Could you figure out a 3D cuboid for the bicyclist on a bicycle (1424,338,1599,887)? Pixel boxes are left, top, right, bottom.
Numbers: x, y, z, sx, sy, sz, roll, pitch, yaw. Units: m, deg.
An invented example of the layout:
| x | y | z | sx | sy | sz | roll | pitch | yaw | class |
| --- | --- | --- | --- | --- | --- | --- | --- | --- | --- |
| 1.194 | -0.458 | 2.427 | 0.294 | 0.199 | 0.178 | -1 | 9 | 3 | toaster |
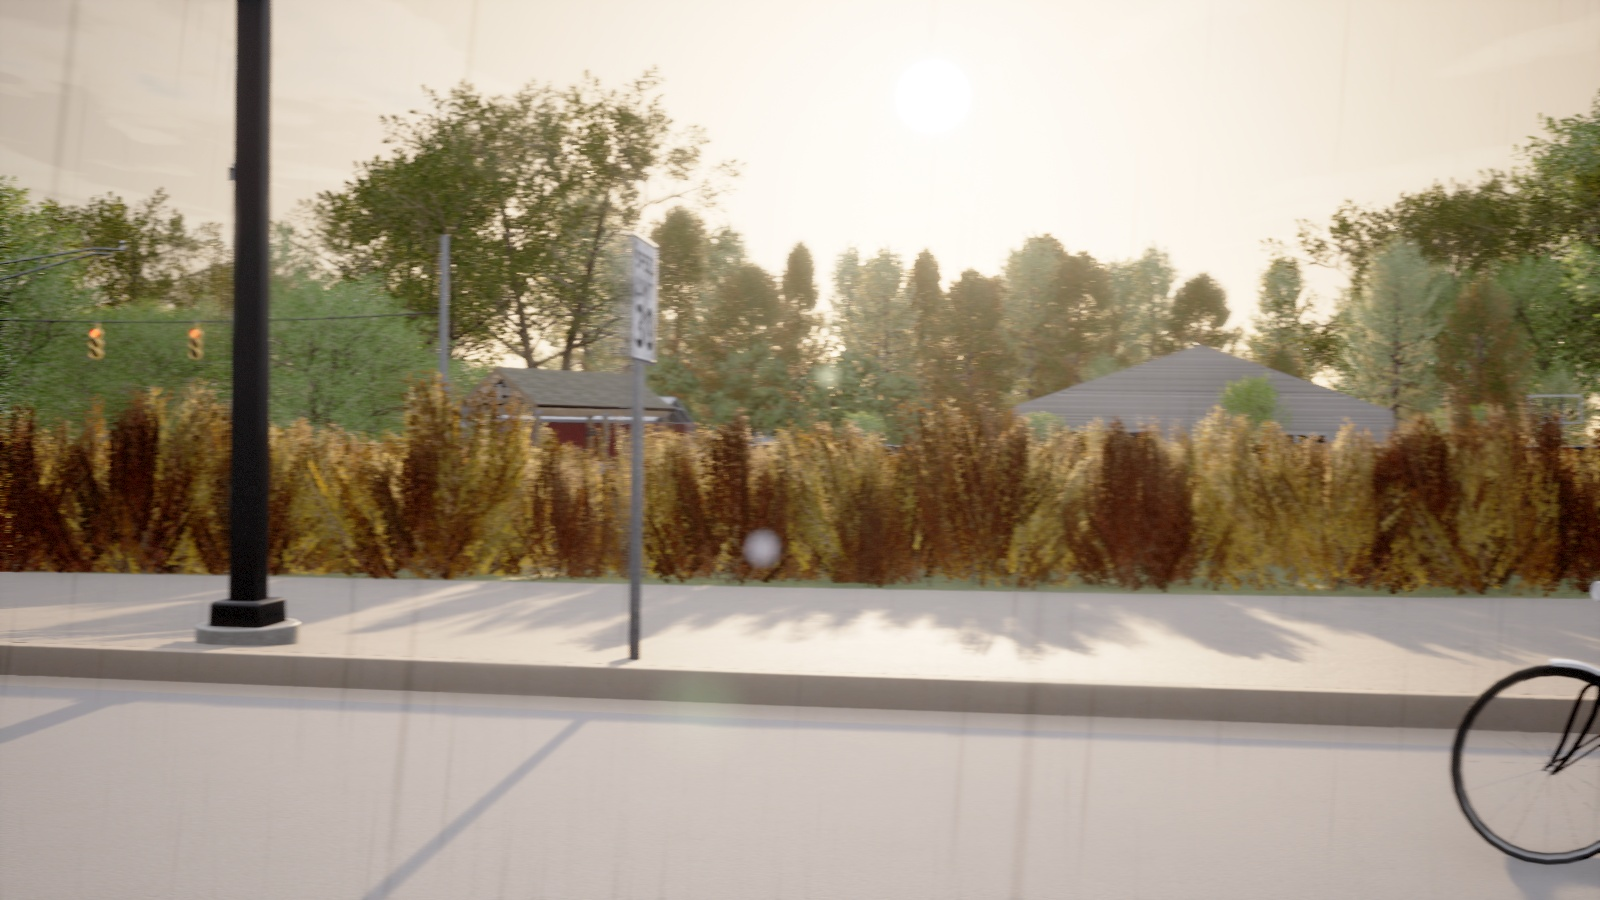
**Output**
| x | y | z | sx | sy | sz | roll | pitch | yaw | class |
| --- | --- | --- | --- | --- | --- | --- | --- | --- | --- |
| 3.252 | 0.520 | 4.349 | 1.843 | 1.776 | 0.659 | 0 | 1 | 4 | bicyclist on a bicycle |
